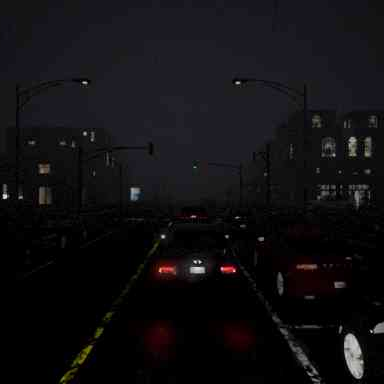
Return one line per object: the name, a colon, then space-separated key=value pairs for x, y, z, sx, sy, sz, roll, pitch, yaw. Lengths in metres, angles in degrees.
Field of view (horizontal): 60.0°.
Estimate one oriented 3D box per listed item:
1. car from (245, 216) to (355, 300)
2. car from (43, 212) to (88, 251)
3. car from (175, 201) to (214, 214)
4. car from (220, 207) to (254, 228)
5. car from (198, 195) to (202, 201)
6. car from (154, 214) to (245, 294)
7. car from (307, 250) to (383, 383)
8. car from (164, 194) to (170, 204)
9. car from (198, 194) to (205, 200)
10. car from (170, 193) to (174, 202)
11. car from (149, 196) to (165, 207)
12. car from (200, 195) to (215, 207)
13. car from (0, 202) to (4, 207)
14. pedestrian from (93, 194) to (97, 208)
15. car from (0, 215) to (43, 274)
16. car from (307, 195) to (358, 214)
car: x=2.687 y=1.546 z=8.245 sx=1.887 sy=1.381 sz=4.507 roll=0 pitch=0 yaw=0
car: x=-5.700 y=1.552 z=13.946 sx=2.008 sy=1.369 sz=4.403 roll=0 pitch=0 yaw=0
car: x=0.081 y=1.508 z=19.761 sx=1.837 sy=1.490 sz=4.892 roll=0 pitch=0 yaw=0
car: x=2.675 y=1.553 z=19.629 sx=2.008 sy=1.369 sz=4.403 roll=0 pitch=0 yaw=0
car: x=2.631 y=1.590 z=63.062 sx=1.802 sy=1.307 sz=4.206 roll=0 pitch=0 yaw=0
car: x=0.091 y=1.548 z=8.903 sx=2.033 sy=1.411 sz=5.357 roll=0 pitch=0 yaw=0
car: x=2.692 y=1.551 z=2.553 sx=2.008 sy=1.369 sz=4.403 roll=0 pitch=0 yaw=0
car: x=-5.749 y=1.559 z=63.067 sx=2.008 sy=1.369 sz=4.403 roll=0 pitch=0 yaw=0
car: x=2.604 y=1.458 z=90.672 sx=1.967 sy=1.590 sz=4.097 roll=0 pitch=0 yaw=0
car: x=-5.760 y=1.452 z=74.111 sx=1.967 sy=1.590 sz=4.097 roll=0 pitch=0 yaw=0
car: x=-5.738 y=1.588 z=52.024 sx=1.802 sy=1.307 sz=4.206 roll=0 pitch=0 yaw=0
car: x=2.643 y=1.572 z=52.019 sx=1.947 sy=1.339 sz=4.313 roll=0 pitch=0 yaw=0
car: x=-25.491 y=1.447 z=40.393 sx=4.829 sy=1.417 sz=1.752 roll=0 pitch=-1 yaw=1
pedestrian: x=-12.594 y=1.135 z=43.151 sx=0.375 sy=1.860 sz=0.375 roll=0 pitch=-1 yaw=1
car: x=-5.693 y=1.441 z=8.254 sx=1.967 sy=1.590 sz=4.097 roll=0 pitch=0 yaw=0
car: x=15.575 y=1.315 z=37.211 sx=5.566 sy=2.045 sz=2.150 roll=0 pitch=0 yaw=1
